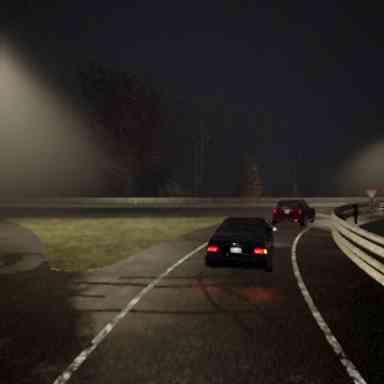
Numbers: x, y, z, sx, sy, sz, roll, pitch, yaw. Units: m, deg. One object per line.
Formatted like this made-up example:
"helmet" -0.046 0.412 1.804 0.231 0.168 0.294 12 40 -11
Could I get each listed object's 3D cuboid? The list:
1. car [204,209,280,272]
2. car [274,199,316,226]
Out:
"car" 1.722 1.512 10.836 2.033 1.411 5.357 0 0 14
"car" 7.097 1.290 22.940 2.097 1.767 4.553 0 0 30
